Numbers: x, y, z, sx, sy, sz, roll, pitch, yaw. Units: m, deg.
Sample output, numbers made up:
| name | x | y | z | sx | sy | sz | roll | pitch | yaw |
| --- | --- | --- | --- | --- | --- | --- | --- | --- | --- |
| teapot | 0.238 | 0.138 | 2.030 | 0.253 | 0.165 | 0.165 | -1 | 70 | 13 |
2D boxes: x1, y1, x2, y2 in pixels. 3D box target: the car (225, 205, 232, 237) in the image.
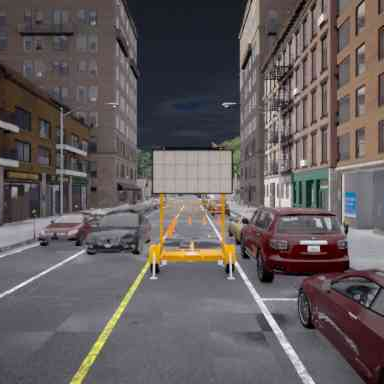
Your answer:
| name | x | y | z | sx | sy | sz | roll | pitch | yaw |
| --- | --- | --- | --- | --- | --- | --- | --- | --- | --- |
| car | 2.651 | 1.525 | 15.295 | 1.752 | 1.417 | 4.829 | 0 | 0 | 0 |

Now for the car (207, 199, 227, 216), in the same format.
| name | x | y | z | sx | sy | sz | roll | pitch | yaw |
| --- | --- | --- | --- | --- | --- | --- | --- | --- | --- |
| car | 2.674 | 1.583 | 31.682 | 1.802 | 1.307 | 4.206 | 0 | 0 | 0 |

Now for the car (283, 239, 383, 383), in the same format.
| name | x | y | z | sx | sy | sz | roll | pitch | yaw |
| --- | --- | --- | --- | --- | --- | --- | --- | --- | --- |
| car | 2.642 | 1.582 | 4.090 | 1.802 | 1.307 | 4.206 | 0 | 0 | 0 |

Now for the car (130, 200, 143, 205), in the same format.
| name | x | y | z | sx | sy | sz | roll | pitch | yaw |
| --- | --- | --- | --- | --- | --- | --- | --- | --- | --- |
| car | -5.358 | 1.545 | 26.168 | 1.887 | 1.381 | 4.507 | 0 | 0 | 0 |

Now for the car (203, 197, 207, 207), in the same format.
| name | x | y | z | sx | sy | sz | roll | pitch | yaw |
| --- | --- | --- | --- | --- | --- | --- | --- | --- | --- |
| car | 2.686 | 1.531 | 42.888 | 1.752 | 1.417 | 4.829 | 0 | 0 | 0 |

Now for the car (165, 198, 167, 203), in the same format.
| name | x | y | z | sx | sy | sz | roll | pitch | yaw |
| --- | --- | --- | --- | --- | --- | --- | --- | --- | --- |
| car | -5.327 | 1.454 | 53.762 | 1.967 | 1.590 | 4.097 | 0 | 0 | 0 |

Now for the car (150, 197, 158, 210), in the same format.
| name | x | y | z | sx | sy | sz | roll | pitch | yaw |
| --- | --- | --- | --- | --- | --- | --- | --- | --- | --- |
| car | -5.345 | 1.553 | 37.205 | 2.008 | 1.369 | 4.403 | 0 | 0 | 0 |

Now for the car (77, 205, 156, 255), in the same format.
| name | x | y | z | sx | sy | sz | roll | pitch | yaw |
| --- | --- | --- | --- | --- | --- | --- | --- | --- | --- |
| car | -2.734 | 1.504 | 13.269 | 1.837 | 1.490 | 4.892 | 0 | 0 | 0 |

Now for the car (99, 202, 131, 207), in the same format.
| name | x | y | z | sx | sy | sz | roll | pitch | yaw |
| --- | --- | --- | --- | --- | --- | --- | --- | --- | --- |
| car | -5.364 | 1.551 | 20.649 | 2.008 | 1.369 | 4.403 | 0 | 0 | 0 |

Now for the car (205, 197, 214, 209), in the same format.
| name | x | y | z | sx | sy | sz | roll | pitch | yaw |
| --- | --- | --- | --- | --- | --- | --- | --- | --- | --- |
| car | 2.680 | 1.584 | 37.199 | 1.802 | 1.307 | 4.206 | 0 | 0 | 0 |

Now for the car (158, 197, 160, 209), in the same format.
| name | x | y | z | sx | sy | sz | roll | pitch | yaw |
| --- | --- | --- | --- | --- | --- | --- | --- | --- | --- |
| car | -5.339 | 1.446 | 42.724 | 1.967 | 1.590 | 4.097 | 0 | 0 | 0 |

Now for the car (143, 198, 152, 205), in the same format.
| name | x | y | z | sx | sy | sz | roll | pitch | yaw |
| --- | --- | --- | --- | --- | --- | --- | --- | --- | --- |
| car | -5.351 | 1.567 | 31.687 | 1.947 | 1.339 | 4.313 | 0 | 0 | 0 |

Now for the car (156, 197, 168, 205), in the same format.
| name | x | y | z | sx | sy | sz | roll | pitch | yaw |
| --- | --- | --- | --- | --- | --- | --- | --- | --- | --- |
| car | -5.320 | 1.600 | 59.281 | 1.802 | 1.307 | 4.206 | 0 | 0 | 0 |

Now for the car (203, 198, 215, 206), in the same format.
| name | x | y | z | sx | sy | sz | roll | pitch | yaw |
| --- | --- | --- | --- | --- | --- | --- | --- | --- | --- |
| car | 2.698 | 1.596 | 53.754 | 1.802 | 1.307 | 4.206 | 0 | 0 | 0 |

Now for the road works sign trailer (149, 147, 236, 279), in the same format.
| name | x | y | z | sx | sy | sz | roll | pitch | yaw |
| --- | --- | --- | --- | --- | --- | --- | --- | --- | --- |
| road works sign trailer | 0.011 | 0.464 | 9.979 | 2.380 | 3.560 | 2.880 | 0 | 0 | 0 |

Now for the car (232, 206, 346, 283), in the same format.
| name | x | y | z | sx | sy | sz | roll | pitch | yaw |
| --- | --- | --- | --- | --- | --- | --- | --- | --- | --- |
| car | 2.649 | 1.315 | 9.609 | 2.192 | 1.841 | 5.009 | 0 | 0 | 0 |

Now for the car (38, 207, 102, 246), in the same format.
| name | x | y | z | sx | sy | sz | roll | pitch | yaw |
| --- | --- | --- | --- | --- | --- | --- | --- | --- | --- |
| car | -5.370 | 1.582 | 15.130 | 1.802 | 1.307 | 4.206 | 0 | 0 | 0 |

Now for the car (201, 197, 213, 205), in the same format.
| name | x | y | z | sx | sy | sz | roll | pitch | yaw |
| --- | --- | --- | --- | --- | --- | --- | --- | --- | --- |
| car | 2.705 | 1.584 | 59.273 | 1.947 | 1.339 | 4.313 | 0 | 0 | 0 |

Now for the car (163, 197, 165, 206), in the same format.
| name | x | y | z | sx | sy | sz | roll | pitch | yaw |
| --- | --- | --- | --- | --- | --- | --- | --- | --- | --- |
| car | -5.333 | 1.535 | 48.073 | 1.752 | 1.417 | 4.829 | 0 | 0 | 0 |
